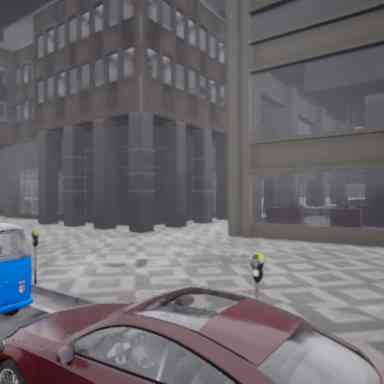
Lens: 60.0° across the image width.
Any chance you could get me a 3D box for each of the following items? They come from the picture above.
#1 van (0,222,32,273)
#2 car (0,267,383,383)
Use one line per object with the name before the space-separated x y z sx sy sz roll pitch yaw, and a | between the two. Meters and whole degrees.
van | -4.725 1.413 6.335 3.998 1.788 1.690 -1 0 36
car | -0.165 1.600 3.079 4.206 1.307 1.802 -1 0 36
